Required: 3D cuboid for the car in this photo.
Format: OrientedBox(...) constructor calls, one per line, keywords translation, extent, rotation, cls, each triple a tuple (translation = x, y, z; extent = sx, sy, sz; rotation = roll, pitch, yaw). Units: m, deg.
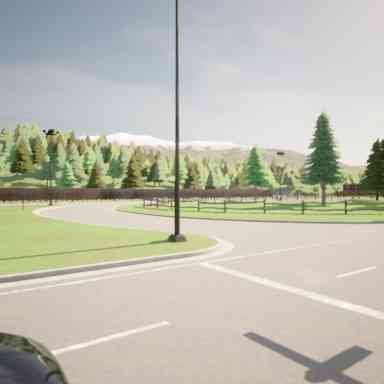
OrientedBox(translation=(-3.097, 1.505, 1.536), extent=(4.892, 1.490, 1.837), rotation=(0, 0, -35), cls="car")
